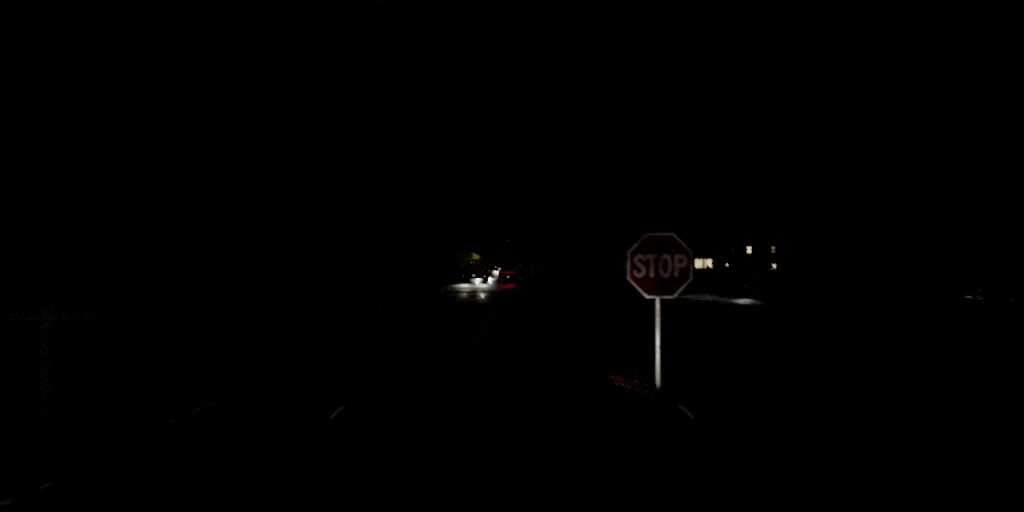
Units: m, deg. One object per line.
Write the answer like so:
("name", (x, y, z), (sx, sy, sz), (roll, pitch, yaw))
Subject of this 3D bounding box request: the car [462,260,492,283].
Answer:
("car", (-3.327, 1.381, 33.702), (2.150, 2.045, 5.566), (0, -1, -1))

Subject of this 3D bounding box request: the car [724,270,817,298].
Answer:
("car", (15.276, 1.610, 21.347), (5.008, 1.535, 1.882), (1, -1, -4))

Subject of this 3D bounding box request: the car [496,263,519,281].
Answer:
("car", (-0.401, 1.683, 35.247), (1.837, 1.490, 4.892), (0, -1, -1))

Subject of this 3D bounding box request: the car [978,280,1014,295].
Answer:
("car", (31.419, 1.841, 21.853), (4.181, 1.385, 1.994), (0, -1, 0))

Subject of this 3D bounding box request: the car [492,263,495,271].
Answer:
("car", (-3.511, 1.930, 45.906), (1.895, 1.301, 4.718), (0, -1, -1))
